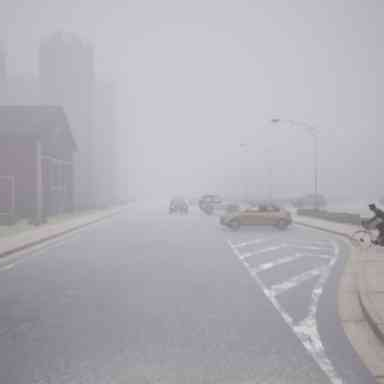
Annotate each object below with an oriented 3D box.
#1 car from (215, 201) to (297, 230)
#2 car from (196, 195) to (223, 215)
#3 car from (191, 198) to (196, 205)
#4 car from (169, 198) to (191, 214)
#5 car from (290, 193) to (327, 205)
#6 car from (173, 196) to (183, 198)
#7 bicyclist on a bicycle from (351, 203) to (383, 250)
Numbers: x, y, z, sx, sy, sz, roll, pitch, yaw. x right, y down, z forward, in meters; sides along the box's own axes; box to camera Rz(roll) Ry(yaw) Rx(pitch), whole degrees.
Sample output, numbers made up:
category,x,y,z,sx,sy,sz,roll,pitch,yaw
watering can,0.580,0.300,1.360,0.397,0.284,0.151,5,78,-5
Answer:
category,x,y,z,sx,sy,sz,roll,pitch,yaw
car,3.727,1.441,19.843,4.193,1.474,1.816,-1,0,-2
car,2.607,1.248,33.291,3.866,1.878,1.905,-1,0,-2
car,1.623,1.402,57.477,4.611,1.667,2.242,-1,0,-2
car,-1.482,1.581,35.774,1.895,1.301,4.718,-1,0,-3
car,15.434,1.081,44.012,4.605,1.855,1.932,-1,0,-2
car,-2.126,1.326,49.383,2.097,1.767,4.553,-1,0,-3
bicyclist on a bicycle,6.315,1.214,11.324,1.656,1.620,0.582,0,1,32
